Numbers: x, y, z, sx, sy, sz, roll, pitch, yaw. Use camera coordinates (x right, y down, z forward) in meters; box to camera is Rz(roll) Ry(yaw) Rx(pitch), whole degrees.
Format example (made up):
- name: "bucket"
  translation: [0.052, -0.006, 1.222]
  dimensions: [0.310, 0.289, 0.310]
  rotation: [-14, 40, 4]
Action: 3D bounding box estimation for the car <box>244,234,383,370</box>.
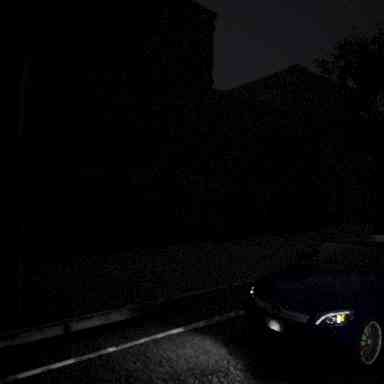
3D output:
- name: "car"
  translation: [3.008, 1.524, 5.829]
  dimensions: [4.674, 1.442, 1.812]
  rotation: [0, 0, -35]
